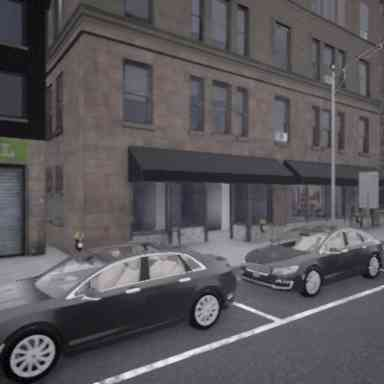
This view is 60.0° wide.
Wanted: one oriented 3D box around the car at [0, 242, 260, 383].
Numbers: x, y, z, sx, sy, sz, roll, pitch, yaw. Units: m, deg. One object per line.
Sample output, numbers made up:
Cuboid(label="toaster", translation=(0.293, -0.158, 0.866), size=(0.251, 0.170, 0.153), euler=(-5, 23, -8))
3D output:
Cuboid(label="car", translation=(-1.236, 1.550, 5.307), size=(4.403, 1.369, 2.008), euler=(0, 0, -36))

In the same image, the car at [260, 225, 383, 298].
Cuboid(label="car", translation=(3.170, 1.549, 8.450), size=(4.403, 1.369, 2.008), euler=(0, 0, -36))
